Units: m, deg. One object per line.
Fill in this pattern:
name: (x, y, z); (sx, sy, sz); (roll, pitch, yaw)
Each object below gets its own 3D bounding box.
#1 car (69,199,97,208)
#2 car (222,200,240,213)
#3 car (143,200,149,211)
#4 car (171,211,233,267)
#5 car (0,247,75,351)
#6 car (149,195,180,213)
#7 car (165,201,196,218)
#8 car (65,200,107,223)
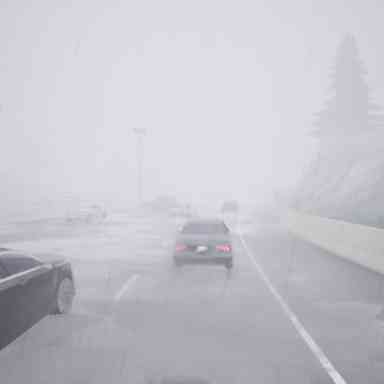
car: (-17.464, 1.820, 53.442); (1.895, 1.301, 4.718); (0, 0, 16)
car: (4.722, 1.731, 40.303); (1.837, 1.490, 4.892); (0, 0, 13)
car: (-5.029, 1.694, 44.931); (1.882, 1.535, 5.008); (0, 0, 14)
car: (0.460, 1.610, 11.625); (2.033, 1.411, 5.357); (0, 0, 4)
car: (-3.283, 1.507, 4.728); (2.128, 1.511, 4.902); (0, 0, 1)
car: (-2.805, 1.416, 38.995); (2.150, 2.045, 5.566); (0, 0, 12)
car: (-0.785, 1.759, 30.974); (1.895, 1.301, 4.718); (0, 0, 10)
car: (-8.452, 1.636, 26.730); (1.812, 1.442, 4.674); (0, 0, 8)
